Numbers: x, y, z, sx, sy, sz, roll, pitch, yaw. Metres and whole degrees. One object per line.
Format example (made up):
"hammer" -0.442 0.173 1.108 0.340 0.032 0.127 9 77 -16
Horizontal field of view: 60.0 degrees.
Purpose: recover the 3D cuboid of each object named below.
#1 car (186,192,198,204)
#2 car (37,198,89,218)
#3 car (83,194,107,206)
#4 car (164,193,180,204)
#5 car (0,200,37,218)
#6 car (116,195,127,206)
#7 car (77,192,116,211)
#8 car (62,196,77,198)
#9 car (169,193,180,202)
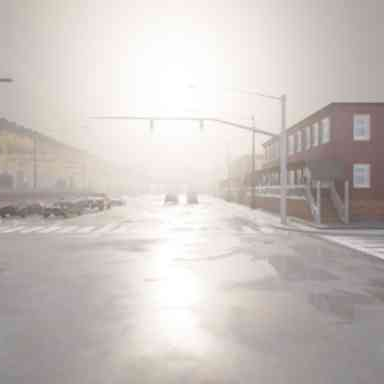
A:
"car" 0.099 1.186 55.744 2.033 1.411 5.357 0 0 0
"car" -10.612 1.421 27.697 1.895 1.301 4.718 0 0 3
"car" -14.044 1.164 48.461 1.882 1.535 5.008 0 0 1
"car" -3.498 0.989 56.069 2.097 1.767 4.553 0 0 0
"car" -14.101 1.365 28.110 2.033 1.411 5.357 0 0 0
"car" -10.560 1.221 47.116 1.812 1.442 4.674 0 0 0
"car" -10.595 0.980 37.319 2.150 2.045 5.566 0 0 0
"car" -14.094 1.232 37.998 1.882 1.535 5.008 0 0 0
"car" -3.504 1.050 66.067 1.882 1.535 5.008 0 0 0
